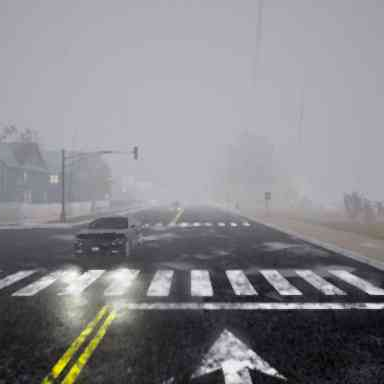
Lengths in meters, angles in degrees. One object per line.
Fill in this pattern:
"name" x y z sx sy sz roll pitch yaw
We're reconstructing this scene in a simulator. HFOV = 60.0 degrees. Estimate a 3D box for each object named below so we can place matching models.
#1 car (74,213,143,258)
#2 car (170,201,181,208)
"car" -3.253 1.681 13.730 1.882 1.535 5.008 0 -1 0
"car" -3.265 2.440 66.156 1.882 1.535 5.008 0 -1 0
